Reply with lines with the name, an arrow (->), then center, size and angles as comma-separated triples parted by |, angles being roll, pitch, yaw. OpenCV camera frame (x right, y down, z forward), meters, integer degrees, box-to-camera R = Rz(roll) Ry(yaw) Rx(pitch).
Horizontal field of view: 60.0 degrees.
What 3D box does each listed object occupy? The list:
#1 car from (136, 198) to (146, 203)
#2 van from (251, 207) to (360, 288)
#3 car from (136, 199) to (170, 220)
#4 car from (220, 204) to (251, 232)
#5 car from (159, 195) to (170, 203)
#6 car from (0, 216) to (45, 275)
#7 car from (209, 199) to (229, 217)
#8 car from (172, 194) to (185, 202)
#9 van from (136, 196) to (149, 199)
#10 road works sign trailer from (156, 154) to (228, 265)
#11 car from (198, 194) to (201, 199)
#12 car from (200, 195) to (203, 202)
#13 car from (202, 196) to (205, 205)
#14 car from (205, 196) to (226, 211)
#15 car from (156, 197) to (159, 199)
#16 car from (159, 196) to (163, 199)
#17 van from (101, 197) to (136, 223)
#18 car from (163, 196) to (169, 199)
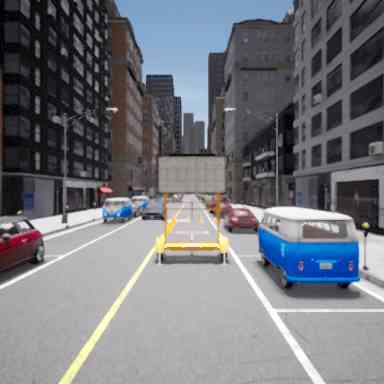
car -> -5.667, 1.573, 30.950 | 2.008, 1.369, 4.403 | 0, 0, 0
van -> 2.857, 1.347, 8.945 | 1.690, 1.788, 3.998 | 0, 0, 0
car -> -3.094, 1.567, 28.375 | 2.033, 1.411, 5.357 | 0, 0, 0
car -> 2.858, 1.596, 19.948 | 1.802, 1.307, 4.206 | 0, 0, 0
car -> -5.666, 1.502, 69.460 | 1.967, 1.590, 4.097 | 0, 0, 0
car -> -5.669, 1.446, 8.946 | 1.967, 1.590, 4.097 | 0, 0, 0
car -> 2.859, 1.604, 30.950 | 1.802, 1.307, 4.206 | 0, 0, 0
car -> -2.997, 1.700, 68.768 | 1.994, 1.385, 4.181 | 0, 0, 0
van -> -5.667, 1.368, 36.452 | 1.690, 1.788, 3.998 | 0, 0, 0
road works sign trailer -> 0.001, 0.472, 11.624 | 2.380, 3.560, 2.880 | 0, 0, 0
car -> 2.860, 1.628, 69.459 | 1.947, 1.339, 4.313 | 0, 0, 0
car -> 2.859, 1.600, 58.457 | 2.008, 1.369, 4.403 | 0, 0, 0
car -> 2.859, 1.477, 47.454 | 1.967, 1.590, 4.097 | 0, 0, 0
car -> 2.858, 1.342, 36.451 | 2.192, 1.841, 5.009 | 0, 0, 0
car -> -5.667, 1.597, 41.953 | 1.947, 1.339, 4.313 | 0, 0, 0
car -> -5.666, 1.619, 47.455 | 1.802, 1.307, 4.206 | 0, 0, 0
van -> -5.668, 1.359, 25.450 | 1.690, 1.788, 3.998 | 0, 0, 0
car -> -5.666, 1.615, 58.457 | 1.947, 1.339, 4.313 | 0, 0, 0
